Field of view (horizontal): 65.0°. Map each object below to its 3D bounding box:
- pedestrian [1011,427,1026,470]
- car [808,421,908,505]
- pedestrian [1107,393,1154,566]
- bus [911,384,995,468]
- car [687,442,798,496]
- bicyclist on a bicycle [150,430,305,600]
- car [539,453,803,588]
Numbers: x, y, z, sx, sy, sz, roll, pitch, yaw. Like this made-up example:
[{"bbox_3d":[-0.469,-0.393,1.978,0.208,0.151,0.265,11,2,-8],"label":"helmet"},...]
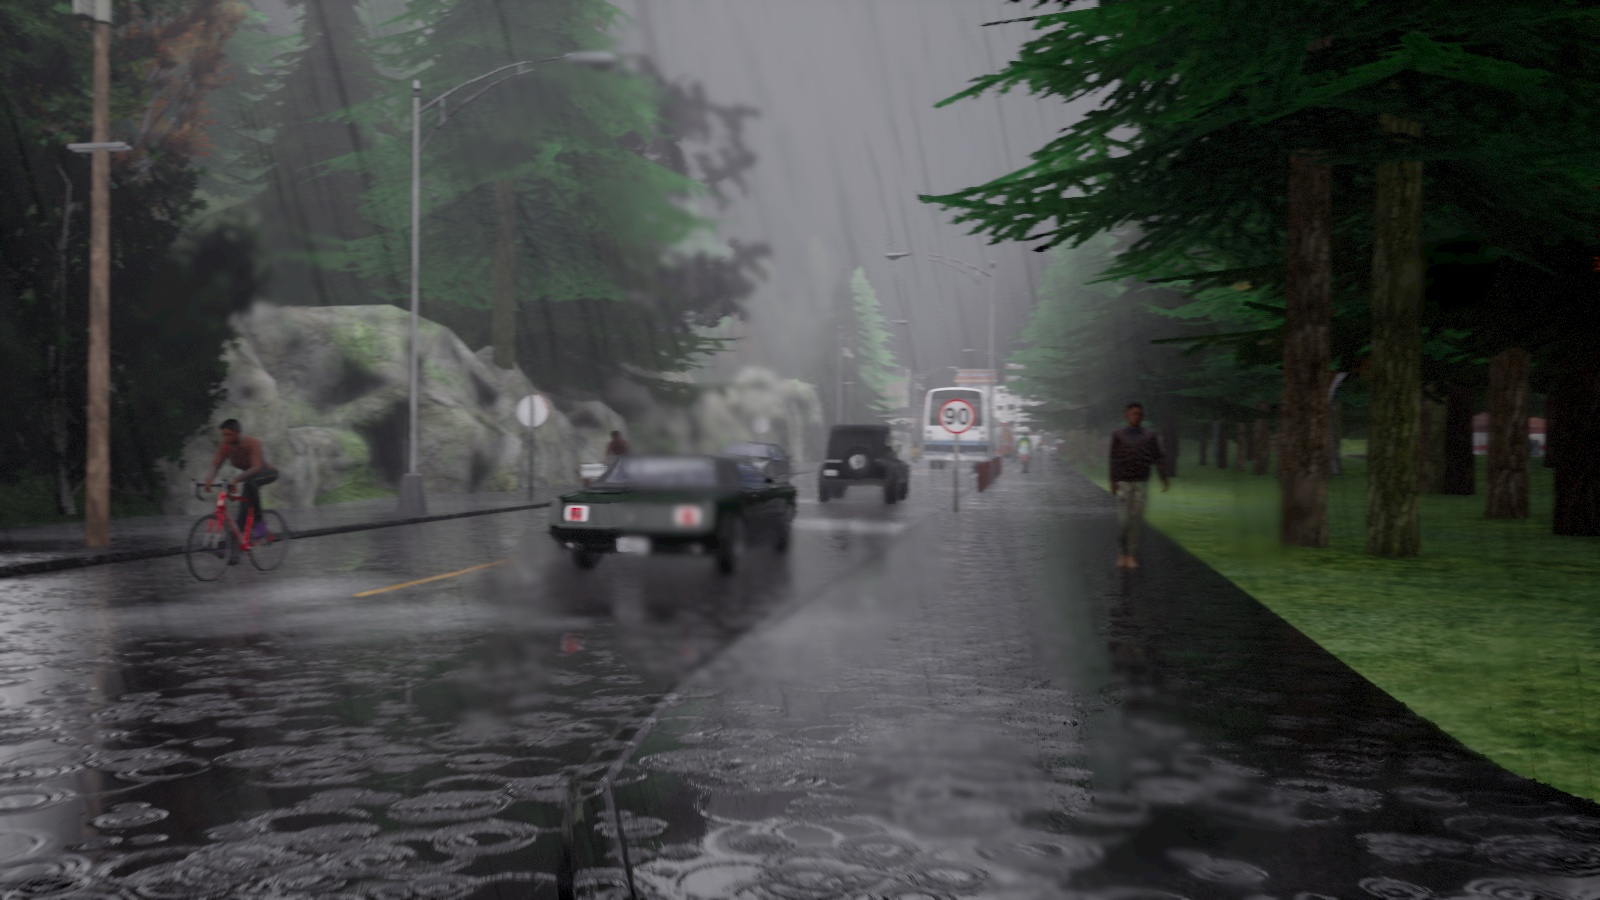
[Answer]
[{"bbox_3d":[10.048,-0.087,57.718,0.659,1.952,0.873,0,0,13],"label":"pedestrian"},{"bbox_3d":[1.476,0.270,30.441,1.905,1.878,3.866,0,1,10],"label":"car"},{"bbox_3d":[3.610,0.311,13.732,0.431,1.840,0.703,0,0,10],"label":"pedestrian"},{"bbox_3d":[8.605,-1.262,69.208,3.944,4.253,10.273,0,0,11],"label":"bus"},{"bbox_3d":[-1.544,0.487,36.185,2.033,1.411,5.357,0,0,10],"label":"car"},{"bbox_3d":[-5.793,0.608,12.821,0.582,1.620,1.656,0,1,10],"label":"bicyclist on a bicycle"},{"bbox_3d":[-1.327,0.714,15.114,1.895,1.301,4.718,0,0,11],"label":"car"}]
